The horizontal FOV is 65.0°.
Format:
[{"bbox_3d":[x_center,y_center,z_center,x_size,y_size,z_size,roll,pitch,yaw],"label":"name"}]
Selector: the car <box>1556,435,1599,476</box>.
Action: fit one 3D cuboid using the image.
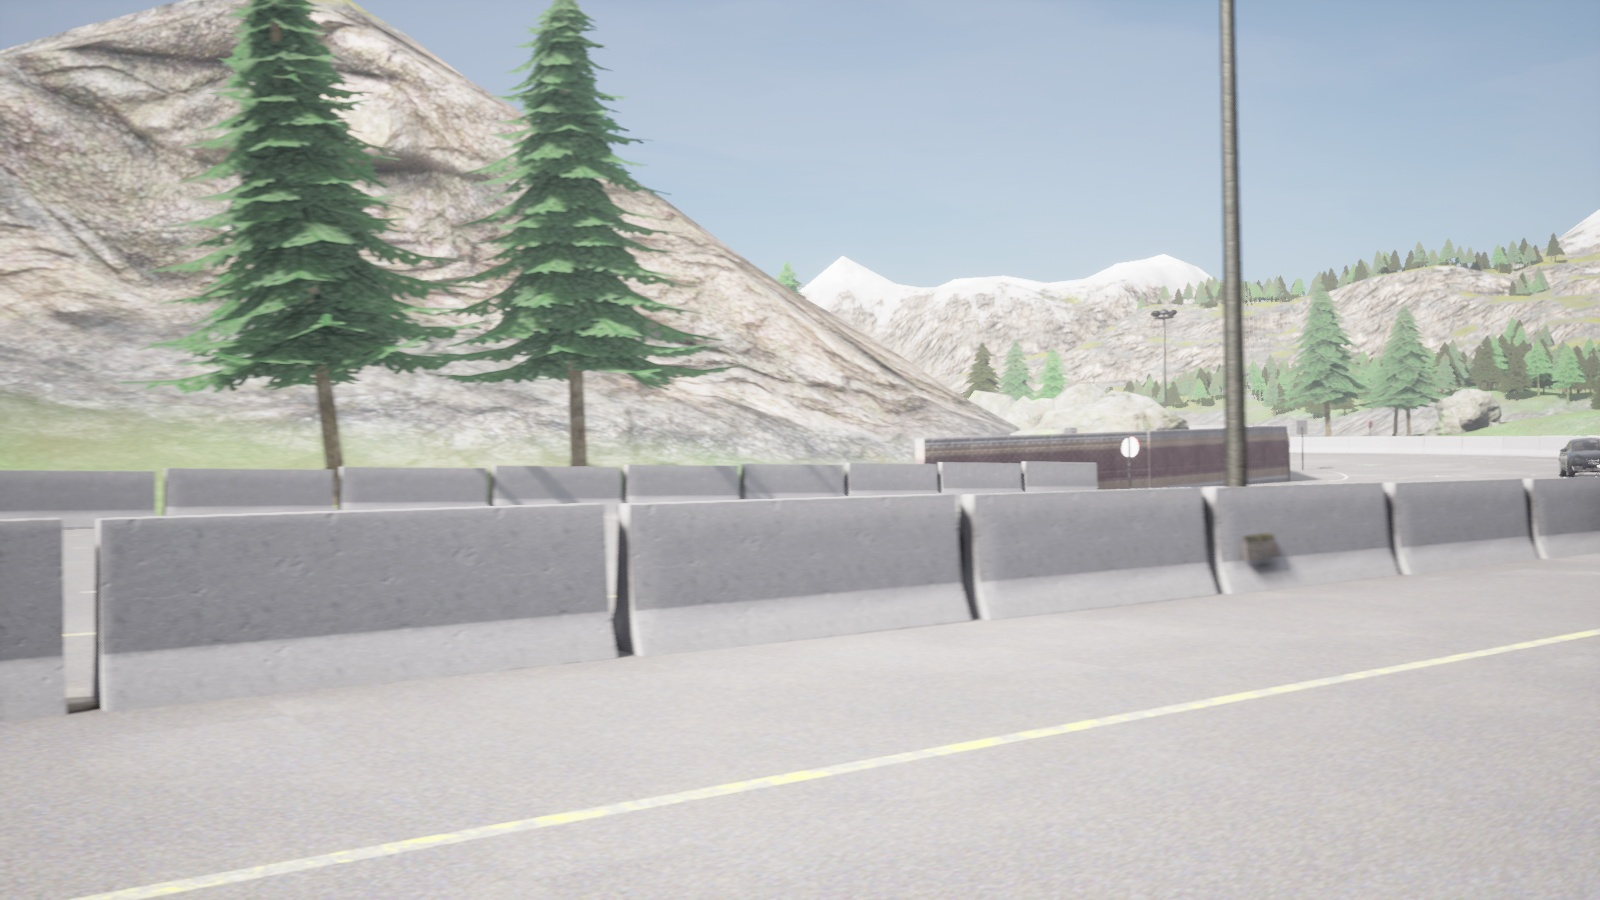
[{"bbox_3d":[30.261,0.182,48.075,1.837,1.490,4.892,-1,1,26],"label":"car"}]
